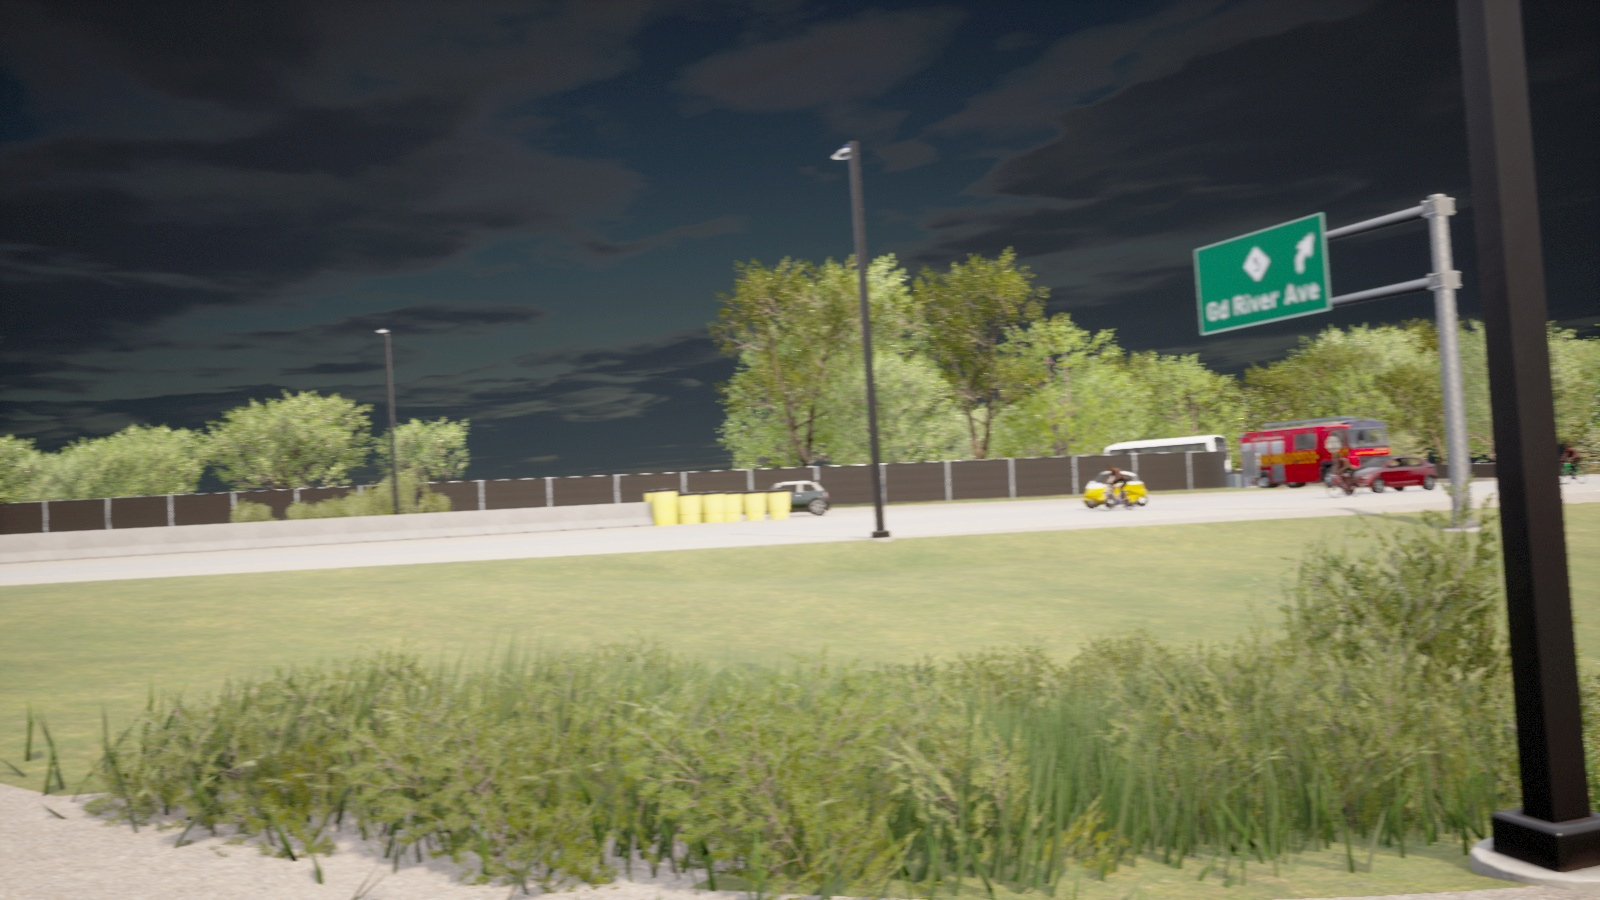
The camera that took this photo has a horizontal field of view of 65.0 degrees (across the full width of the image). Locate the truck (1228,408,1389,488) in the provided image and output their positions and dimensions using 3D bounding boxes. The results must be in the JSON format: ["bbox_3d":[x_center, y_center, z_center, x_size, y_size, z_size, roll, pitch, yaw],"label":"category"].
[{"bbox_3d":[27.879,0.010,69.385,2.891,3.827,8.468,-3,-2,-23],"label":"truck"}]

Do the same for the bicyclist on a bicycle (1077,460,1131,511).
[{"bbox_3d":[10.239,1.202,42.319,1.656,1.620,0.582,-3,-2,-22],"label":"bicyclist on a bicycle"}]

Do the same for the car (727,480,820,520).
[{"bbox_3d":[-1.137,2.082,52.949,3.806,1.475,1.970,-3,-2,-2],"label":"car"}]

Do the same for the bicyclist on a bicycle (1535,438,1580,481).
[{"bbox_3d":[30.553,0.378,50.674,1.656,1.620,0.582,-3,-2,-22],"label":"bicyclist on a bicycle"}]

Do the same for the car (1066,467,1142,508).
[{"bbox_3d":[11.235,1.396,46.502,2.207,1.376,1.481,-2,-2,-22],"label":"car"}]

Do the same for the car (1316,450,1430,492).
[{"bbox_3d":[23.531,0.856,51.561,4.193,1.474,1.816,-2,-2,-22],"label":"car"}]

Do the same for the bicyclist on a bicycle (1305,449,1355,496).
[{"bbox_3d":[19.465,0.826,46.114,1.656,1.620,0.582,-3,-2,-22],"label":"bicyclist on a bicycle"}]
